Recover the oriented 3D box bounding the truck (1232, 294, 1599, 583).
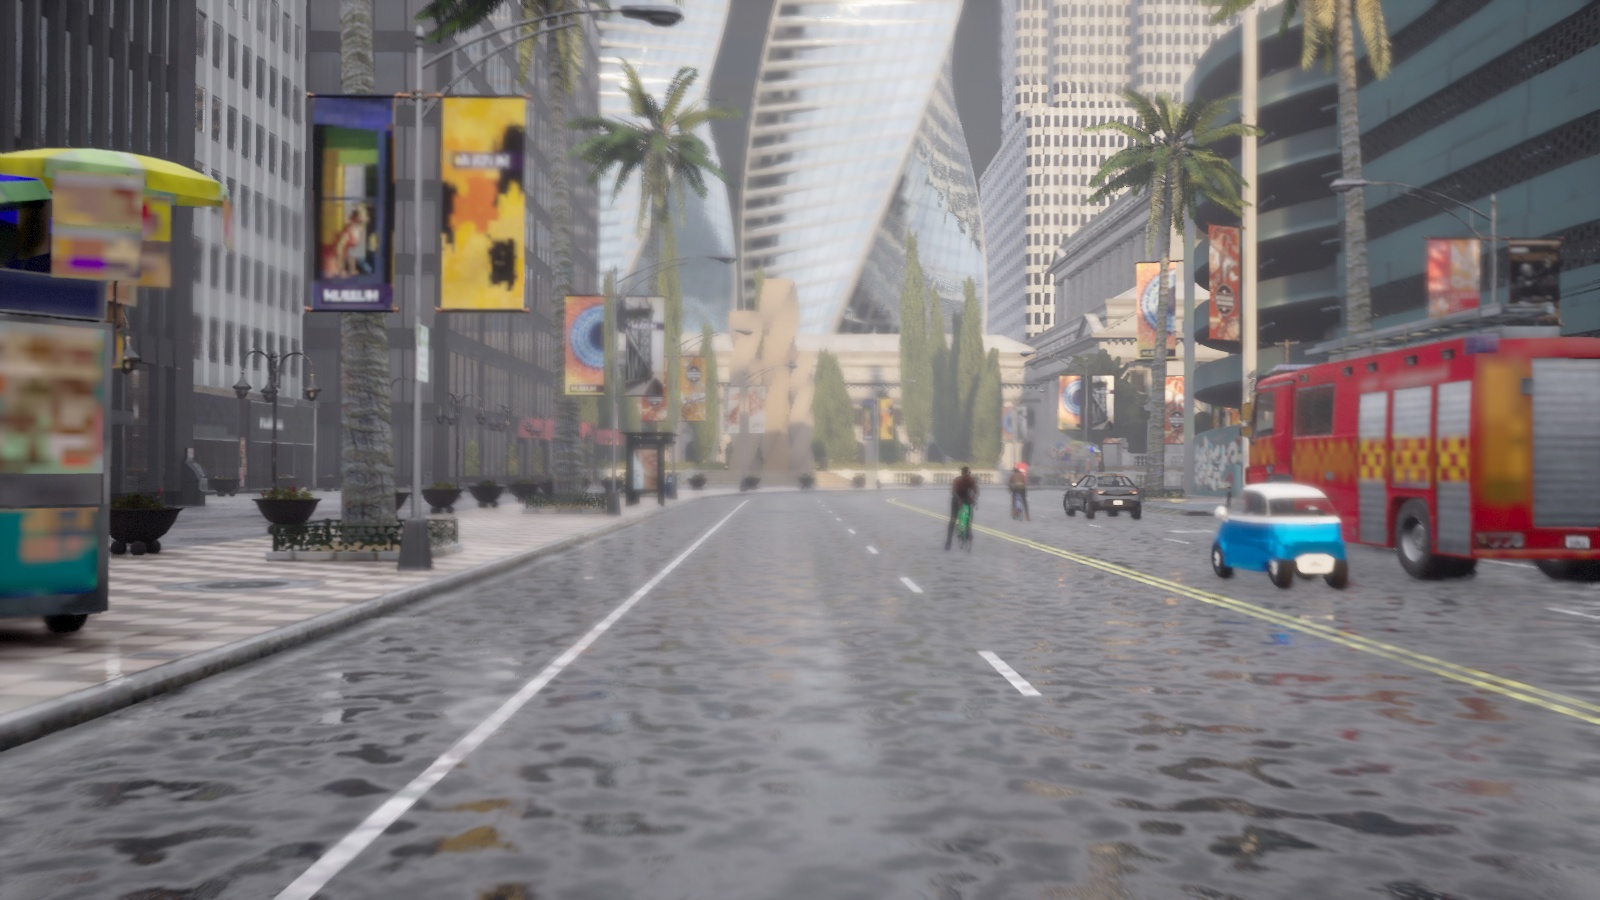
[{"bbox_3d":[10.200,-0.104,20.975,2.891,3.827,8.468,0,-1,-1],"label":"truck"}]

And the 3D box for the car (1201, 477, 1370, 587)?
[{"bbox_3d":[6.751,1.103,17.644,1.481,1.376,2.207,0,0,-1],"label":"car"}]

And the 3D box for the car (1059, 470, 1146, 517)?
[{"bbox_3d":[10.086,1.425,42.144,1.816,1.474,4.193,0,-1,-1],"label":"car"}]

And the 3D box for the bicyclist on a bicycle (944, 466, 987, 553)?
[{"bbox_3d":[3.164,1.120,24.179,0.582,1.620,1.656,0,-1,-1],"label":"bicyclist on a bicycle"}]
